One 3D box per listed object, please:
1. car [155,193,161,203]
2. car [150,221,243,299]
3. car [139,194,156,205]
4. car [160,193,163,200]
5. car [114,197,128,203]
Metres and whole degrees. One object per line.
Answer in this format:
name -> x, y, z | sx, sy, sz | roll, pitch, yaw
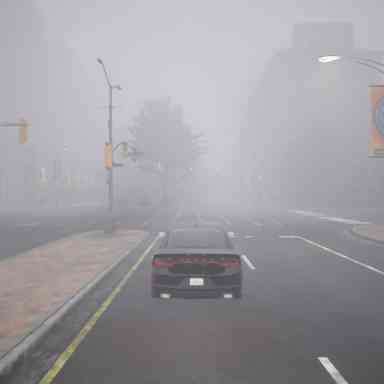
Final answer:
car -> -7.756, 1.526, 65.782 | 1.812, 1.442, 4.674 | 0, 0, 1
car -> 0.114, 1.478, 8.512 | 1.882, 1.535, 5.008 | 0, 0, 1
car -> -7.843, 1.505, 56.523 | 1.837, 1.490, 4.892 | 0, 0, 1
car -> -7.676, 1.225, 76.533 | 2.150, 2.045, 5.566 | 0, 0, 0
car -> -14.463, 1.595, 67.895 | 1.895, 1.301, 4.718 | 0, 0, 0
